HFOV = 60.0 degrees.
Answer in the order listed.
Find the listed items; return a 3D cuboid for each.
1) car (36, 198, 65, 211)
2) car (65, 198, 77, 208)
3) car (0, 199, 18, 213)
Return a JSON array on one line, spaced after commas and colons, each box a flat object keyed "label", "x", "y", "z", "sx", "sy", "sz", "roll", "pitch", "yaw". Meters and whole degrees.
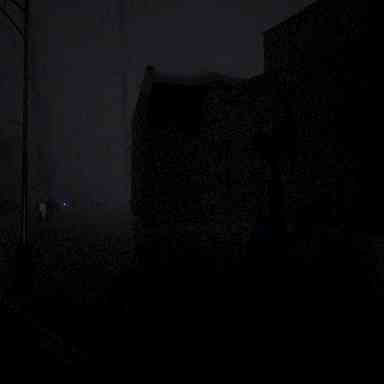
[{"label": "car", "x": -18.558, "y": 1.632, "z": 42.980, "sx": 2.128, "sy": 1.511, "sz": 4.902, "roll": 1, "pitch": 0, "yaw": -6}, {"label": "car", "x": -19.901, "y": 1.722, "z": 53.484, "sx": 1.812, "sy": 1.442, "sz": 4.674, "roll": 1, "pitch": 0, "yaw": -7}, {"label": "car", "x": -21.463, "y": 1.552, "z": 37.644, "sx": 2.128, "sy": 1.511, "sz": 4.902, "roll": 1, "pitch": 0, "yaw": -7}]
